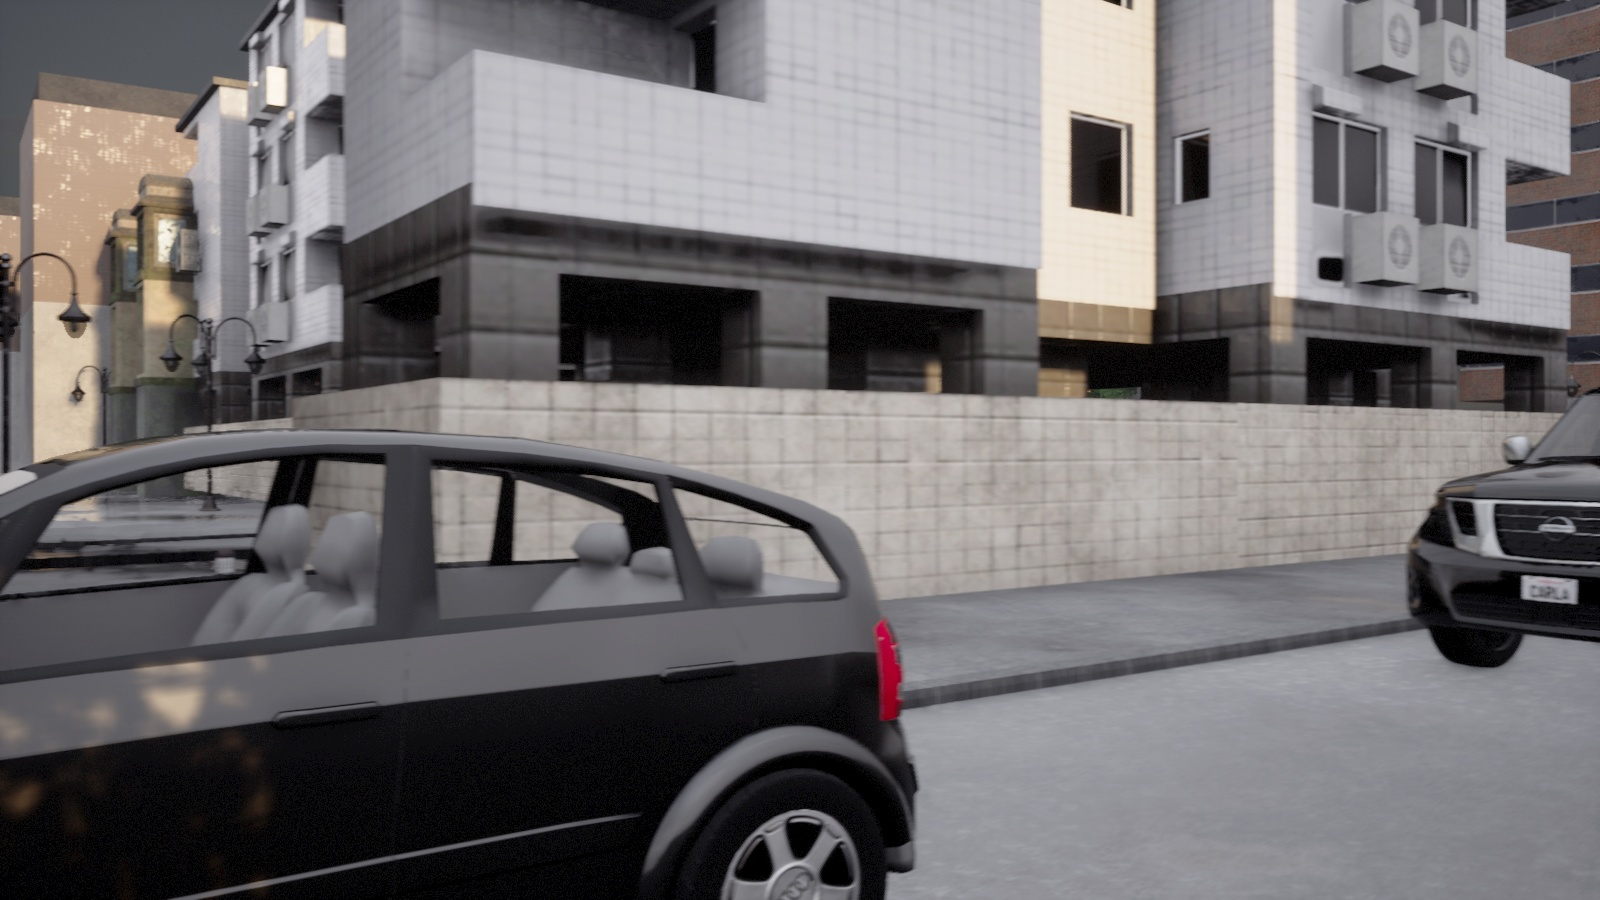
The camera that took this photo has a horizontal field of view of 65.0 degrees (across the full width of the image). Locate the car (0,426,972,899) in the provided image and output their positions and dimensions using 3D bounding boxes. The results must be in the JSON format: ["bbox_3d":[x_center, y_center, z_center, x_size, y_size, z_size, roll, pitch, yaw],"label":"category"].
[{"bbox_3d":[-1.555,0.733,3.185,3.705,1.549,1.789,0,0,-35],"label":"car"}]

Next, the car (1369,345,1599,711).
[{"bbox_3d":[6.593,0.424,8.861,5.566,2.045,2.150,0,0,-35],"label":"car"}]
